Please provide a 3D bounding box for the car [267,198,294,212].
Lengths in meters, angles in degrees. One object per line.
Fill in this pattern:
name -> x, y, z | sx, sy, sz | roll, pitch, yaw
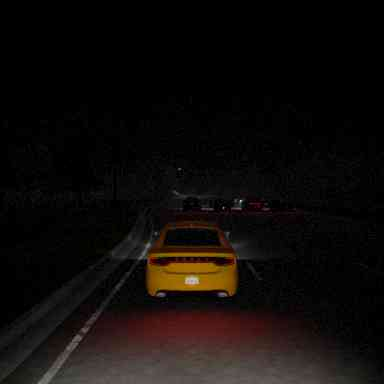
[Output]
car -> 10.495, 1.478, 39.188 | 1.882, 1.535, 5.008 | 0, 0, 0

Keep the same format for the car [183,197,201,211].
car -> -0.005, 1.352, 39.573 | 2.097, 1.767, 4.553 | 0, 0, 0

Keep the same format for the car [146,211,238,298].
car -> -0.001, 1.478, 8.578 | 1.882, 1.535, 5.008 | 0, 0, 0

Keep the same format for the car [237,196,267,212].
car -> 6.995, 1.491, 39.187 | 2.128, 1.511, 4.902 | 0, 0, 0

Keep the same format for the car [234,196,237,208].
car -> 6.994, 1.352, 49.577 | 2.097, 1.767, 4.553 | 0, 0, 0

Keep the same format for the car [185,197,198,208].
car -> -0.006, 1.505, 49.606 | 1.837, 1.490, 4.892 | 0, 0, 0

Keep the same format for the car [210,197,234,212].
car -> 3.495, 1.505, 39.187 | 1.837, 1.490, 4.892 | 0, 0, 0

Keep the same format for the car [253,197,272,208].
car -> 10.494, 1.526, 49.607 | 1.812, 1.442, 4.674 | 0, 0, 0
